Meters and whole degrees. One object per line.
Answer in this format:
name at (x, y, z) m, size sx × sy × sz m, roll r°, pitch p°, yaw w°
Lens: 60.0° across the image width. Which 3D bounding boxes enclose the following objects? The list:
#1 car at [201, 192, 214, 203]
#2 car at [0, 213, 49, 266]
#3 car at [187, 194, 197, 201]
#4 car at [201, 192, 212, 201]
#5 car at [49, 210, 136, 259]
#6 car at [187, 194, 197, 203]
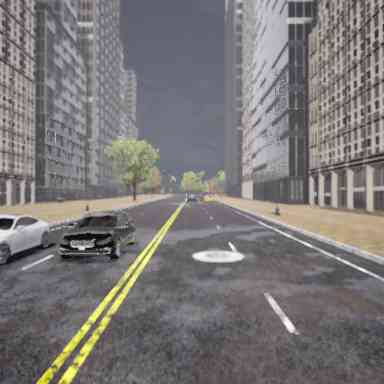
car at (3.276, 1.324, 66.680) m, size 1.882 × 1.535 × 5.008 m, roll 0°, pitch 0°, yaw 0°
car at (-6.563, 1.495, 11.596) m, size 1.812 × 1.442 × 4.674 m, roll 0°, pitch 0°, yaw 0°
car at (0.029, 1.213, 76.794) m, size 2.128 × 1.511 × 4.902 m, roll 0°, pitch 0°, yaw 0°
car at (3.280, 0.926, 76.821) m, size 2.150 × 2.045 × 5.566 m, roll 0°, pitch 0°, yaw 0°
car at (-3.309, 1.476, 12.472) m, size 1.837 × 1.490 × 4.892 m, roll 0°, pitch 0°, yaw 0°
car at (0.025, 1.394, 66.823) m, size 1.994 × 1.385 × 4.181 m, roll 0°, pitch 0°, yaw 0°
